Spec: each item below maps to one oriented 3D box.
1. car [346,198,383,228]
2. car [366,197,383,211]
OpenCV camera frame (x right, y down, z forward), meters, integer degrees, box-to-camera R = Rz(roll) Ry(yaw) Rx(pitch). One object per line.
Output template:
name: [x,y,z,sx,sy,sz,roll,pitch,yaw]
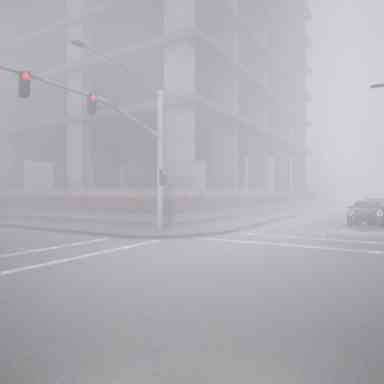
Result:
car: [11.569,1.317,22.005,2.097,1.767,4.553,0,0,31]
car: [22.537,1.445,40.407,2.128,1.511,4.902,0,0,31]
